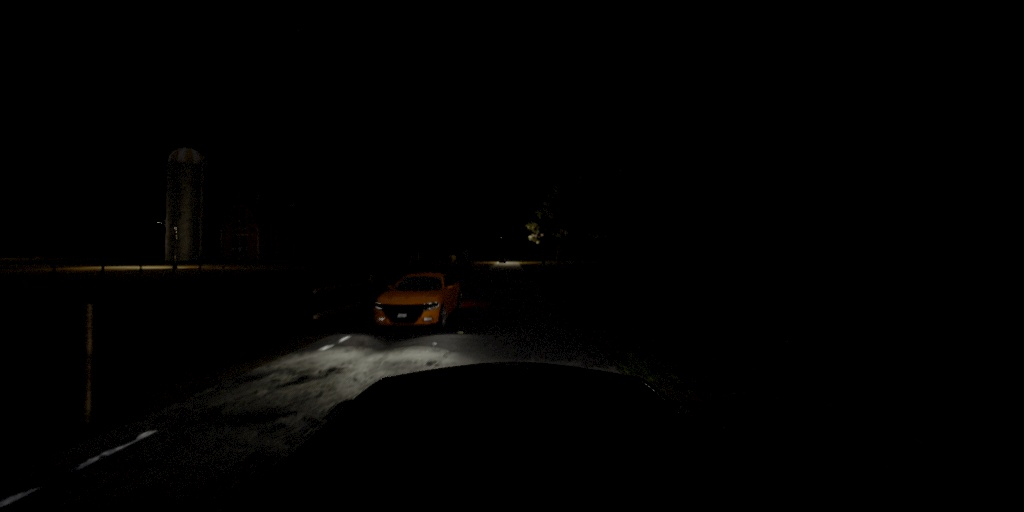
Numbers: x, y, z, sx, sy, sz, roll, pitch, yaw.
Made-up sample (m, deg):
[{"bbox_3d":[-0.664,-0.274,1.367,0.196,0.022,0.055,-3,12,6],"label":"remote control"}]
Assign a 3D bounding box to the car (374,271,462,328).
[{"bbox_3d":[-2.844,1.280,11.784,1.882,1.535,5.008,0,0,0],"label":"car"}]
